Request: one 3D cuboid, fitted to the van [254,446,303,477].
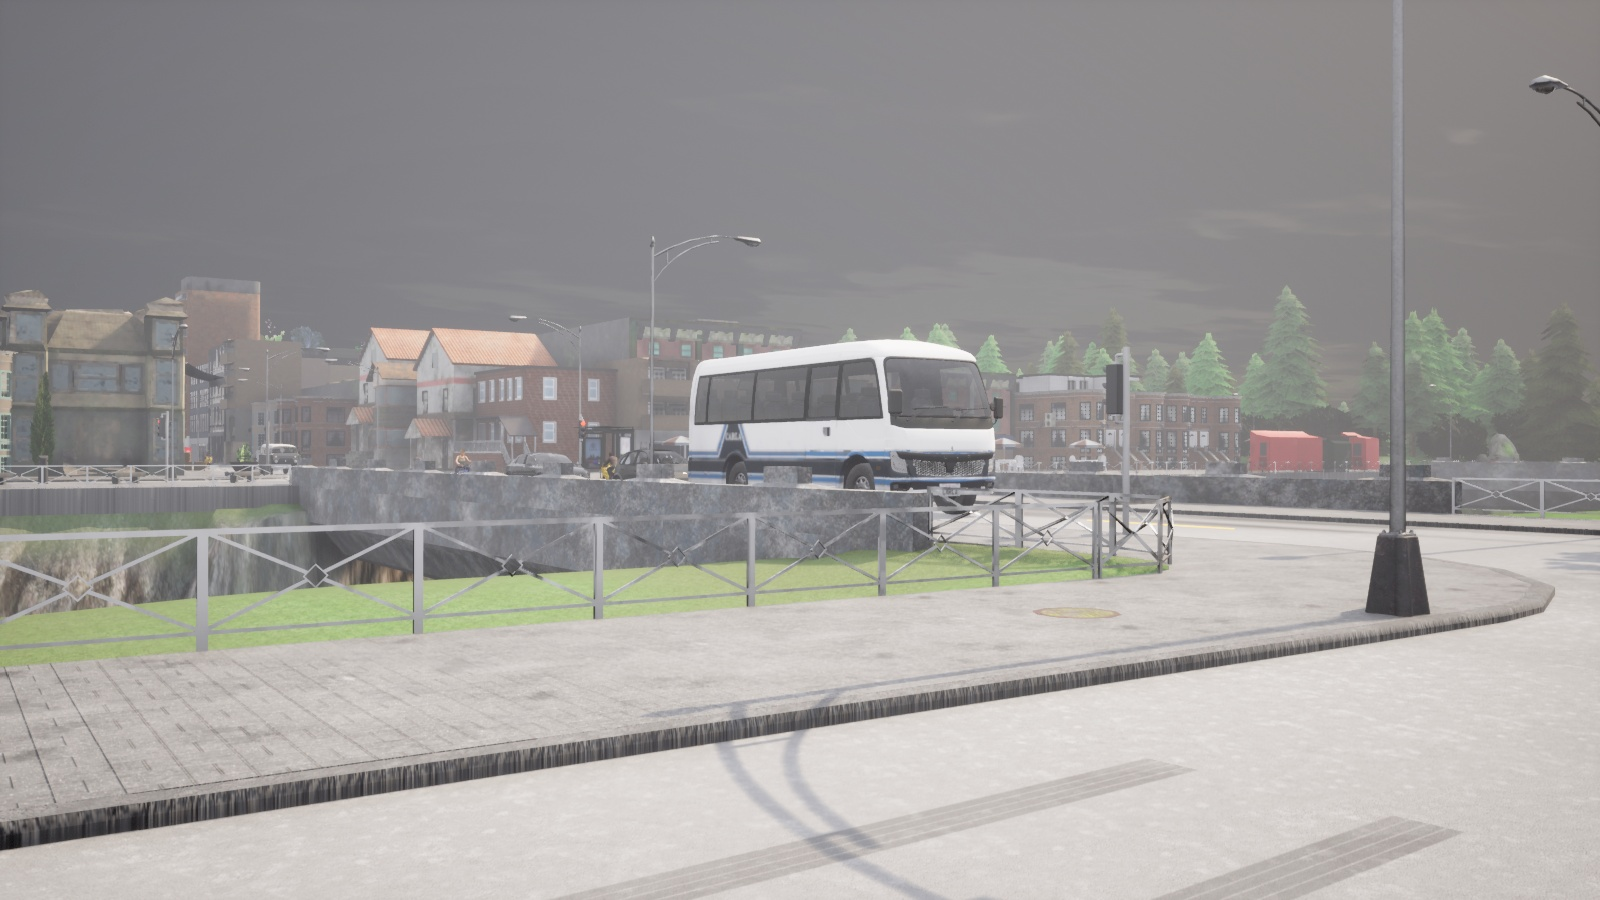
[{"bbox_3d":[-34.689,0.746,83.502,2.069,2.038,4.480,0,0,-35],"label":"van"}]

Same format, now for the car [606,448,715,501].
[{"bbox_3d":[-4.535,0.751,40.350,1.851,1.617,3.988,0,0,-33],"label":"car"}]

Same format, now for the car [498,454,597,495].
[{"bbox_3d":[-9.613,0.886,47.507,1.837,1.490,4.892,0,0,-36],"label":"car"}]

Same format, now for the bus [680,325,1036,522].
[{"bbox_3d":[1.029,-0.554,32.420,3.944,4.253,10.273,0,0,-33],"label":"bus"}]
